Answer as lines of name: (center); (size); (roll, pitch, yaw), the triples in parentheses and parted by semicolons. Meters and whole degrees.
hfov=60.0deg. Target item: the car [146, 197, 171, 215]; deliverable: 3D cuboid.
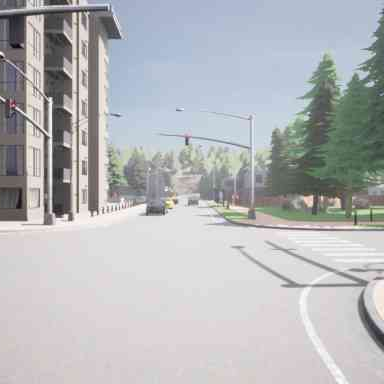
car: (-3.483, 1.478, 33.534); (1.882, 1.535, 5.008); (0, 0, 0)

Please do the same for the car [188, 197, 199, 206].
car: (0.196, 1.547, 55.714); (2.033, 1.411, 5.357); (0, 0, 0)

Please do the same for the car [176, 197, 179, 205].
car: (-3.300, 1.601, 59.397); (1.895, 1.301, 4.718); (0, 0, 1)

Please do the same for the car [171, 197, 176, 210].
car: (-3.439, 1.478, 43.492); (1.882, 1.535, 5.008); (0, 0, 0)
